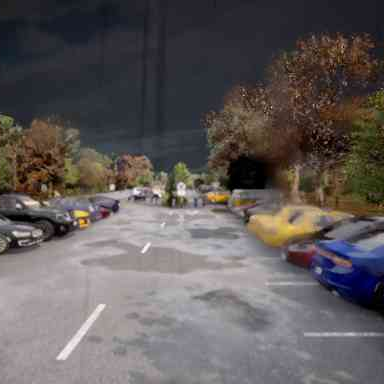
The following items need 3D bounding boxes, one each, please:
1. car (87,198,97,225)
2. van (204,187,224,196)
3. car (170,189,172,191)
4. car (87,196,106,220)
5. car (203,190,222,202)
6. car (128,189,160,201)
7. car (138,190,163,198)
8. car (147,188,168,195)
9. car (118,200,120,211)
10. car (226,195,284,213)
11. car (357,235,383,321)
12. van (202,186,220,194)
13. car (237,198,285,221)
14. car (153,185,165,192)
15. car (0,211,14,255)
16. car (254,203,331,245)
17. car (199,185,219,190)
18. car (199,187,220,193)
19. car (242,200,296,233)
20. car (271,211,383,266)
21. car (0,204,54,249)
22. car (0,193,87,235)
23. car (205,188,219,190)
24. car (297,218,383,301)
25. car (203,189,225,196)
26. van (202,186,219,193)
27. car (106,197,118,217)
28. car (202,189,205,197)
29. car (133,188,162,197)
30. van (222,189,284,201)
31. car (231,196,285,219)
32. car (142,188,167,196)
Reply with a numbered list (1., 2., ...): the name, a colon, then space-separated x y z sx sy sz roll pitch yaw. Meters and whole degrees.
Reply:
1. car: -8.040 1.249 17.736 5.008 1.535 2.097 0 1 0
2. van: 4.874 -0.224 75.399 4.442 1.987 1.878 0 2 0
3. car: -8.139 -0.092 78.092 5.366 1.575 1.946 0 2 0
4. car: -8.002 1.050 20.511 4.553 1.767 2.185 0 2 0
5. car: 4.764 0.807 53.261 5.008 1.535 2.097 0 2 0
6. car: -8.341 0.742 55.901 4.792 1.488 2.163 0 2 0
7. car: -8.312 0.309 66.997 4.892 1.521 2.231 0 2 0
8. car: -8.332 -0.177 80.858 4.892 1.521 2.231 0 2 0
9. car: -8.061 1.044 26.083 4.792 1.488 2.163 0 2 0
10. car: 5.050 1.127 23.490 4.674 1.452 2.002 0 2 0
11. car: 5.036 1.461 3.971 5.008 1.535 2.097 0 0 0
12. van: 4.644 -0.487 83.558 4.442 1.987 1.878 0 2 0
13. car: 5.074 1.274 17.794 4.792 1.488 2.163 0 2 0
14. car: -8.287 0.259 61.439 5.566 2.045 2.435 0 2 0
15. car: -8.066 1.441 9.375 4.792 1.488 2.163 0 1 0
16. car: 5.229 1.361 12.207 5.366 1.575 1.946 0 1 0
17. car: 4.789 -0.046 69.738 5.566 2.045 2.435 0 2 0
18. car: 4.578 0.404 64.211 5.366 1.575 1.946 0 2 0
19. car: 5.230 1.306 15.002 5.366 1.575 1.946 0 1 0
20. car: 5.014 1.436 9.552 4.792 1.488 2.163 0 1 0
21. car: -8.042 1.368 12.154 4.892 1.521 2.231 0 1 0
22. car: -8.007 1.062 14.937 5.566 2.045 2.435 0 1 0
23. car: 4.799 0.580 56.026 4.553 1.767 2.185 0 2 0
24. car: 5.037 1.438 6.761 5.008 1.535 2.097 0 1 0
25. car: 4.730 0.134 72.515 4.792 1.488 2.163 0 2 0
26. van: 4.866 -0.644 89.112 4.442 1.987 1.878 0 2 0
27. car: -8.004 1.125 23.300 4.792 1.488 2.163 0 2 0
28. car: 4.762 0.548 61.444 4.674 1.452 2.002 0 2 0
29. car: -8.308 0.611 58.674 5.008 1.535 2.097 0 2 0
30. van: 4.921 0.786 26.154 4.442 1.987 1.878 -1 2 0
31. car: 5.049 1.208 20.706 4.674 1.452 2.002 0 2 0
32. car: -8.508 -0.001 75.440 5.366 1.575 1.946 0 2 0
